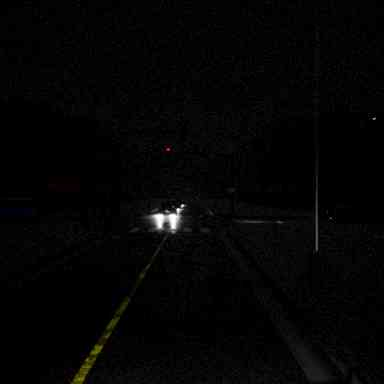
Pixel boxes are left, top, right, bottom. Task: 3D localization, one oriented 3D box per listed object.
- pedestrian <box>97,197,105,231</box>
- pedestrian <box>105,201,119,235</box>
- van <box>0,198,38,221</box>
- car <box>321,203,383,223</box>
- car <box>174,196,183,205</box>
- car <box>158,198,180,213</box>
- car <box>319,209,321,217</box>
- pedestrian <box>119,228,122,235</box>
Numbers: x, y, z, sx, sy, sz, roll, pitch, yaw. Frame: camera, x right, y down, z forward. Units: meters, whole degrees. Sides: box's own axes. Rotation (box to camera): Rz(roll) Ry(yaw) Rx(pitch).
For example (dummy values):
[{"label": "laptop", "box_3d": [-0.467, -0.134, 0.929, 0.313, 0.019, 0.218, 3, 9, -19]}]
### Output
[{"label": "pedestrian", "box_3d": [-4.846, 1.156, 17.909, 0.375, 1.860, 0.375, 0, 0, 0]}, {"label": "pedestrian", "box_3d": [-4.147, 1.308, 17.306, 0.375, 1.860, 0.375, 0, 0, 0]}, {"label": "van", "box_3d": [-14.644, 1.401, 26.884, 3.998, 1.788, 1.690, 0, 0, 0]}, {"label": "car", "box_3d": [12.373, 1.588, 24.379, 4.718, 1.301, 1.895, 0, 0, 0]}, {"label": "car", "box_3d": [-2.672, 1.602, 48.123, 1.812, 1.442, 4.674, 0, 0, 0]}, {"label": "car", "box_3d": [-2.708, 1.656, 37.694, 1.895, 1.301, 4.718, 0, 0, 0]}, {"label": "car", "box_3d": [12.359, 1.543, 26.913, 4.403, 1.369, 2.008, 0, 0, 0]}, {"label": "pedestrian", "box_3d": [-4.216, 1.310, 18.516, 0.375, 1.860, 0.375, 0, 0, 0]}]
